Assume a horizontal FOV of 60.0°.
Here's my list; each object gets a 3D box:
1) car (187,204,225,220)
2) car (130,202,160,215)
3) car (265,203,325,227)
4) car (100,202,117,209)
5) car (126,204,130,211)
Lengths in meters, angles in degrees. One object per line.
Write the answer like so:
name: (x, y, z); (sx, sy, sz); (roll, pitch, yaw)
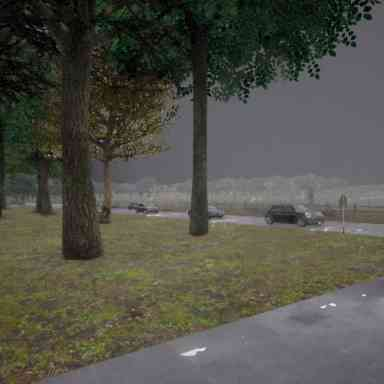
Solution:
car: (1.400, 2.044, 34.950); (1.837, 1.490, 4.892); (-1, 0, -35)
car: (-6.293, 2.286, 45.947); (1.837, 1.490, 4.892); (-1, 0, -35)
car: (7.864, 1.687, 25.727); (2.097, 1.767, 4.553); (-1, 0, -35)
car: (-16.540, 2.653, 65.651); (2.033, 1.411, 5.357); (-1, 0, -35)
car: (-9.277, 2.394, 55.298); (1.837, 1.490, 4.892); (-1, -1, -35)
